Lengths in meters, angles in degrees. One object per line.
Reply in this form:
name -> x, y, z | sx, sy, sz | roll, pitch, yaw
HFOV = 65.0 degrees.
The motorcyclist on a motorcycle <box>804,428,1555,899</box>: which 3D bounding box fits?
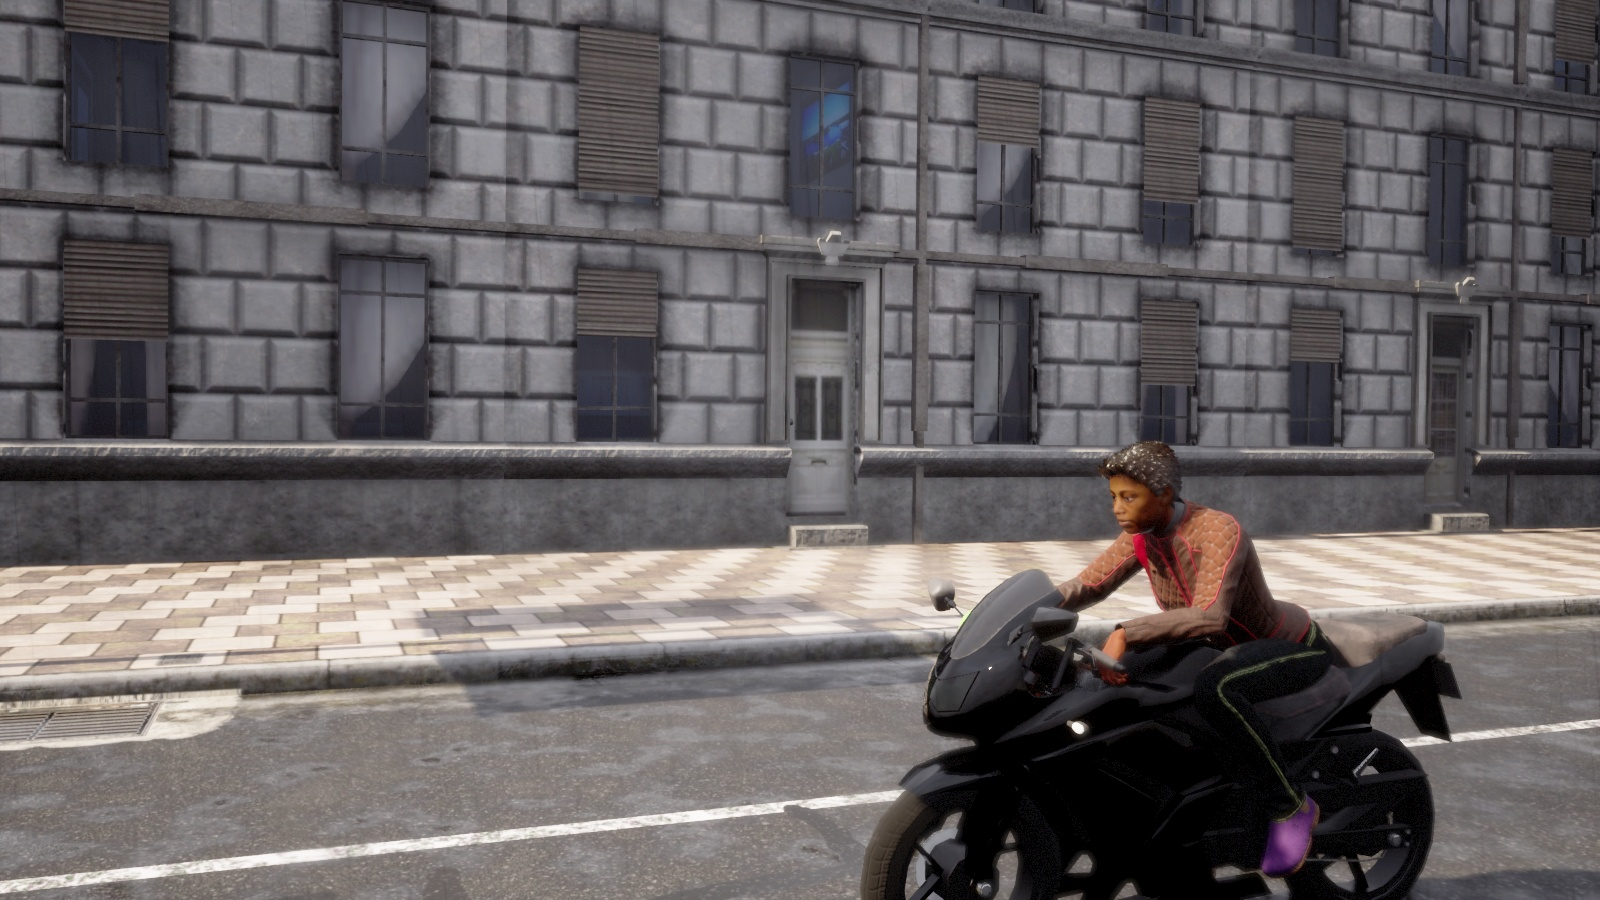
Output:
motorcyclist on a motorcycle -> 1.116, 0.708, 3.691 | 2.044, 1.523, 0.797 | -1, 1, -21
